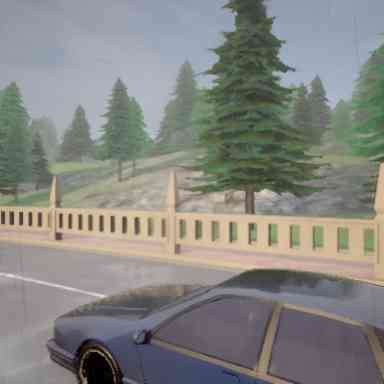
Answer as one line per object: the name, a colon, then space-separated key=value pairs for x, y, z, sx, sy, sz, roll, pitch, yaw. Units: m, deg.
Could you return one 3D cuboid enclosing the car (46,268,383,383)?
car: x=0.882 y=1.546 z=3.261 sx=5.357 sy=1.411 sz=2.033 roll=0 pitch=0 yaw=34
